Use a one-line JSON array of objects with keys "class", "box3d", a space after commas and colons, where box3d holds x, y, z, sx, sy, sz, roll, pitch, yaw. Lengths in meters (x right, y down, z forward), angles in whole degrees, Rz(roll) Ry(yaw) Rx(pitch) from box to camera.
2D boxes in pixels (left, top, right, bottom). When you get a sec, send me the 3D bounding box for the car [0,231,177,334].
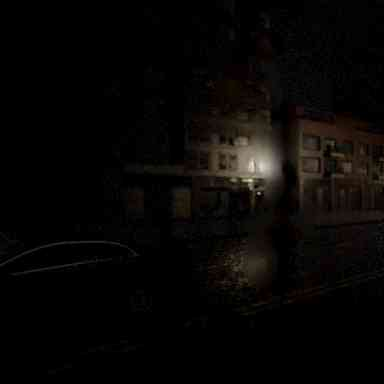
[{"class": "car", "box3d": [-2.598, 1.494, 5.816, 4.902, 1.511, 2.128, 0, 0, -35]}]
